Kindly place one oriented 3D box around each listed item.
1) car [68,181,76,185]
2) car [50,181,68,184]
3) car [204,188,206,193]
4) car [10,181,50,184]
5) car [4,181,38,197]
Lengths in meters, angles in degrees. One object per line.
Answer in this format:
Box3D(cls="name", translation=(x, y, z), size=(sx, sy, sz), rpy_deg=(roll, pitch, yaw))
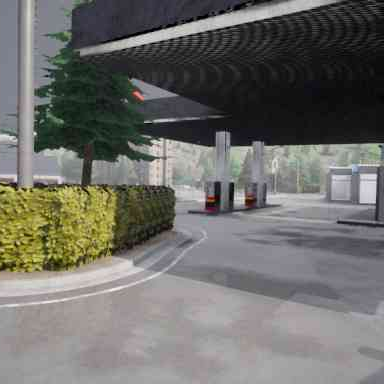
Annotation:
Box3D(cls="car", translation=(-25.510, -1.285, 68.052), size=(4.605, 1.855, 1.932), rpy_deg=(2, 2, 35))
Box3D(cls="car", translation=(-26.845, -1.259, 65.439), size=(3.866, 1.878, 1.905), rpy_deg=(2, 2, 35))
Box3D(cls="car", translation=(4.818, -0.317, 65.614), size=(5.027, 1.636, 2.152), rpy_deg=(2, 2, 35))
Box3D(cls="car", translation=(-17.271, -0.180, 35.203), size=(3.866, 1.878, 1.905), rpy_deg=(2, 2, 35))
Box3D(cls="car", translation=(-21.810, -0.466, 42.415), size=(4.605, 1.855, 1.932), rpy_deg=(2, 2, 35))
